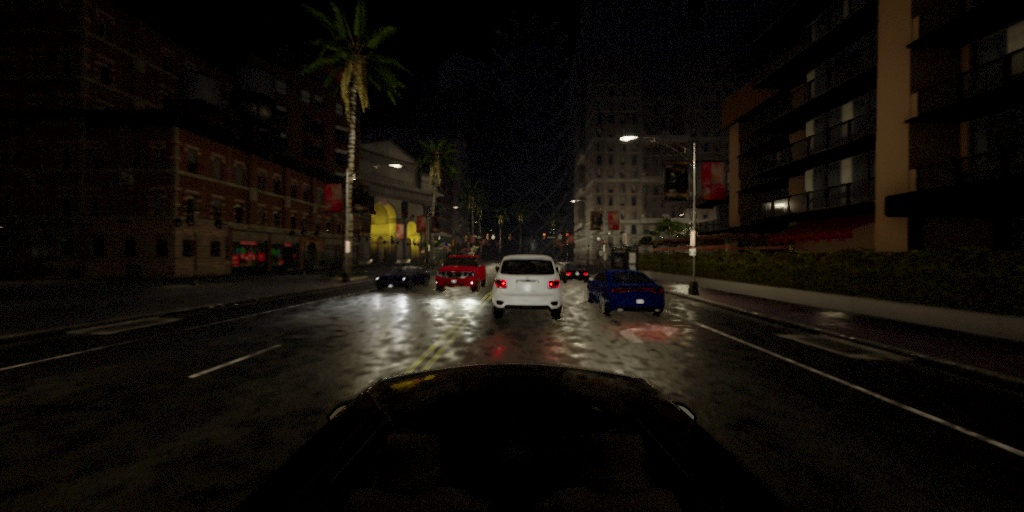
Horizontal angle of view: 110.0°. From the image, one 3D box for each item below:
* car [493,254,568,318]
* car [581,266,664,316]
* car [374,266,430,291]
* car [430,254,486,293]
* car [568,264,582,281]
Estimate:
[{"bbox_3d":[0.542,0.963,13.078,2.150,2.045,5.566,0,0,2],"label":"car"},{"bbox_3d":[4.073,1.243,13.614,1.882,1.535,5.008,0,0,2],"label":"car"},{"bbox_3d":[-6.288,1.277,21.044,1.895,1.301,4.718,0,0,3],"label":"car"},{"bbox_3d":[-2.793,0.927,20.805,2.150,2.045,5.566,0,0,3],"label":"car"},{"bbox_3d":[4.692,1.300,27.742,2.033,1.411,5.357,0,0,2],"label":"car"}]
